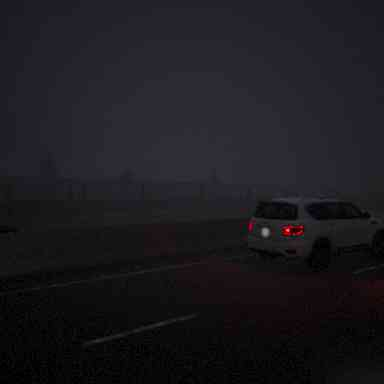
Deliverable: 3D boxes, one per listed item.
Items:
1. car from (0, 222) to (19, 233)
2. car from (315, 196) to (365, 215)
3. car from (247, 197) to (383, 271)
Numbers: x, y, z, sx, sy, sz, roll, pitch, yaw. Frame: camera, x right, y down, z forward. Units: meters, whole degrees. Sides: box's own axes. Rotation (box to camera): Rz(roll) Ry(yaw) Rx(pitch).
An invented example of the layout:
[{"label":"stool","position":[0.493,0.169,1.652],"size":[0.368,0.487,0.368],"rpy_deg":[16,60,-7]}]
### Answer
[{"label":"car","position":[-8.275,1.527,10.969],"size":[4.674,1.442,1.812],"rpy_deg":[0,0,-35]},{"label":"car","position":[14.820,1.325,33.291],"size":[4.553,1.767,2.097],"rpy_deg":[0,0,-24]},{"label":"car","position":[4.306,1.208,11.079],"size":[5.566,2.045,2.150],"rpy_deg":[0,0,-35]}]
